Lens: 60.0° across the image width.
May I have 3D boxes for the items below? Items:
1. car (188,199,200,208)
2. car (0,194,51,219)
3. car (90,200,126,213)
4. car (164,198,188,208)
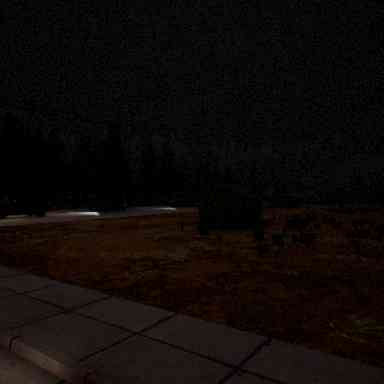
[{"bbox_3d":[1.880,1.591,47.269,1.994,1.385,4.181,0,0,39],"label":"car"},{"bbox_3d":[-15.536,1.248,29.740,2.150,2.045,5.566,0,0,36],"label":"car"},{"bbox_3d":[-9.516,1.591,37.887,1.994,1.385,4.181,0,0,37],"label":"car"},{"bbox_3d":[-1.685,1.574,48.466,2.033,1.411,5.357,0,0,37],"label":"car"}]
